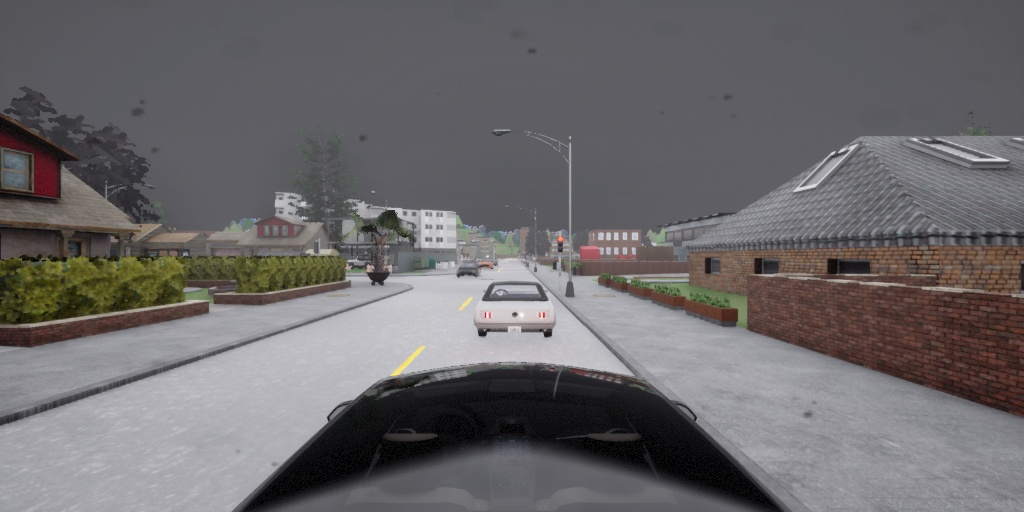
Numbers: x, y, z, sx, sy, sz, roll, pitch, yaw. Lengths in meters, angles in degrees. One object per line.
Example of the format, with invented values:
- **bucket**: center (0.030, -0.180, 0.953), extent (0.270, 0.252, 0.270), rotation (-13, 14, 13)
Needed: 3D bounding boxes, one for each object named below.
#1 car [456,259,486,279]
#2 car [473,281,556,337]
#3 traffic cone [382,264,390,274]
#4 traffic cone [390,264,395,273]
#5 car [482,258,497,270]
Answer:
- **car**: center (-3.926, 1.297, 33.308), extent (2.033, 1.411, 5.357), rotation (0, 0, 0)
- **car**: center (0.098, 1.351, 10.234), extent (1.895, 1.301, 4.718), rotation (0, 0, 1)
- **traffic cone**: center (-15.516, 1.561, 44.187), extent (0.344, 0.586, 0.344), rotation (0, 0, 0)
- **traffic cone**: center (-15.152, 1.558, 44.755), extent (0.344, 0.586, 0.344), rotation (0, 0, 0)
- **car**: center (-3.813, 1.104, 52.498), extent (2.097, 1.767, 4.553), rotation (0, 0, 0)
